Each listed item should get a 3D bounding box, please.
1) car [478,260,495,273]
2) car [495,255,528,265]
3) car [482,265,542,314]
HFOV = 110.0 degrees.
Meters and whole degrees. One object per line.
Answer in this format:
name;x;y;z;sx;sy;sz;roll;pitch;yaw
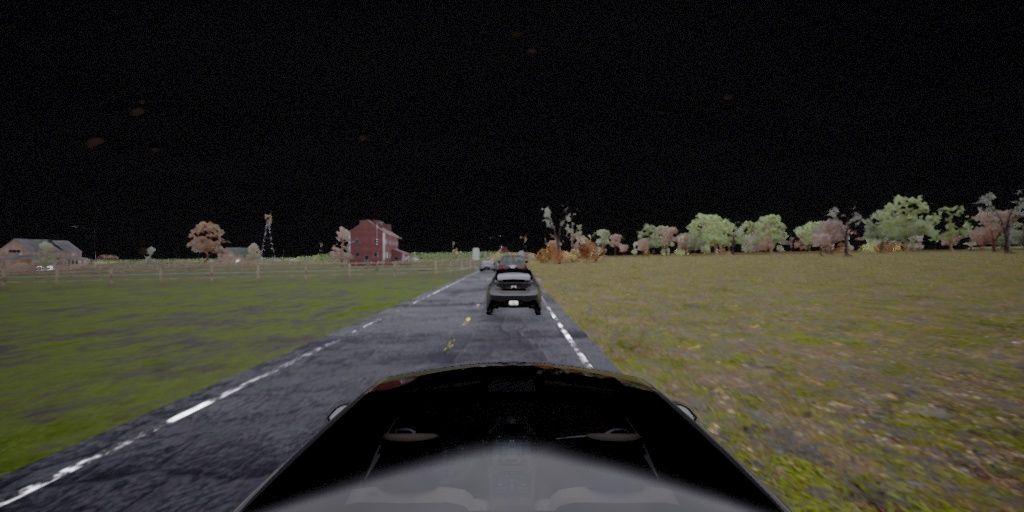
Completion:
car;-2.804;1.179;42.355;1.837;1.490;4.892;0;0;0
car;0.073;0.921;27.948;2.150;2.045;5.566;0;0;1
car;0.069;1.228;13.516;1.837;1.490;4.892;0;-1;0
